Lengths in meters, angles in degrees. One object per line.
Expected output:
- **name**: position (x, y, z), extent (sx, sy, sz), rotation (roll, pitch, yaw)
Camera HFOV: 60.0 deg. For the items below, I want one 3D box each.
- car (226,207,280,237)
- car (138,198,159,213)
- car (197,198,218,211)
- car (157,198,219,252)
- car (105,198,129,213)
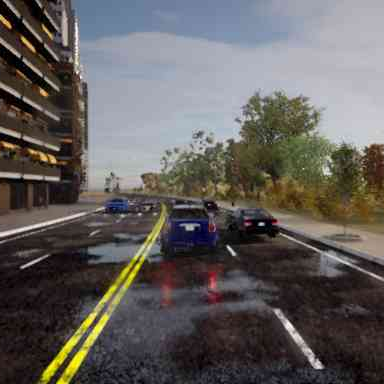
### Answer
- **car**: position (3.014, 1.465, 17.340), extent (2.033, 1.411, 5.357), rotation (0, 0, -2)
- **car**: position (-4.548, 1.361, 35.196), extent (2.128, 1.511, 4.902), rotation (0, 0, -4)
- **car**: position (1.758, 1.383, 38.889), extent (1.994, 1.385, 4.181), rotation (0, 0, -4)
- **car**: position (-0.134, 1.292, 13.843), extent (2.097, 1.767, 4.553), rotation (0, 0, -2)
- **car**: position (-7.790, 1.374, 34.960), extent (1.882, 1.535, 5.008), rotation (0, 0, -4)
